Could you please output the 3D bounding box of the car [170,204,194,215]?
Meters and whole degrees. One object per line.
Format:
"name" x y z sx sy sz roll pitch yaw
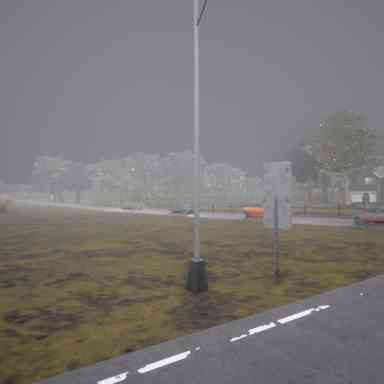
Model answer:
"car" -1.046 2.269 43.077 1.994 1.385 4.181 -1 -1 -36

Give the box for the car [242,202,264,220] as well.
"car" 6.919 1.752 31.786 2.097 1.767 4.553 -1 -1 -35

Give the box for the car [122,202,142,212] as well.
"car" -10.130 2.511 56.096 2.128 1.511 4.902 -1 0 -35

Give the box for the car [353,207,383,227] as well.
"car" 13.159 1.680 22.421 1.994 1.385 4.181 -2 -1 -31
